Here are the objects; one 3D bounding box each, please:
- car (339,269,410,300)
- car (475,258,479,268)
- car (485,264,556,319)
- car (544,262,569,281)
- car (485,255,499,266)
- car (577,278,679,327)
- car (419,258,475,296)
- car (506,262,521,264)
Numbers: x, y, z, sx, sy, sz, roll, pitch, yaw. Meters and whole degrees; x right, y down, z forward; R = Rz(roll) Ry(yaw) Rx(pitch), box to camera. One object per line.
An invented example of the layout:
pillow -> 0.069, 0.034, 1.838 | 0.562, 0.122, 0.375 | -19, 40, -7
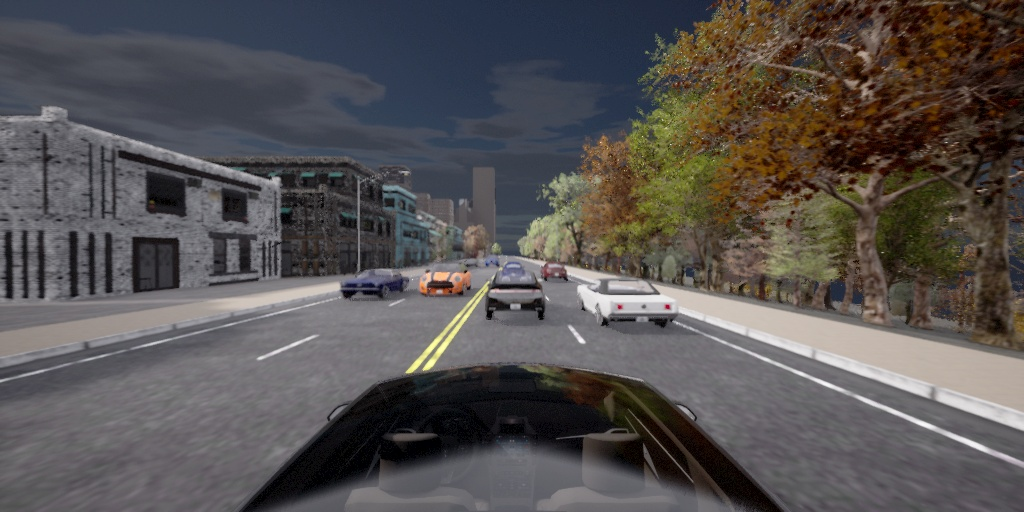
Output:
car -> -6.597, 1.316, 17.705 | 1.895, 1.301, 4.718 | 0, 0, 0
car -> -6.529, 1.126, 59.713 | 1.837, 1.490, 4.892 | 0, 0, 1
car -> 0.102, 1.218, 12.624 | 2.128, 1.511, 4.902 | 0, 0, 0
car -> 3.356, 1.216, 29.183 | 1.812, 1.442, 4.674 | 0, 0, 0
car -> -3.279, 0.843, 60.001 | 2.150, 2.045, 5.566 | 0, 0, 1
car -> 3.352, 1.330, 11.418 | 1.895, 1.301, 4.718 | 0, 0, 0
car -> -3.344, 1.065, 18.807 | 2.097, 1.767, 4.553 | 0, 0, 0
car -> 0.107, 1.216, 29.193 | 1.812, 1.442, 4.674 | 0, 0, 0
